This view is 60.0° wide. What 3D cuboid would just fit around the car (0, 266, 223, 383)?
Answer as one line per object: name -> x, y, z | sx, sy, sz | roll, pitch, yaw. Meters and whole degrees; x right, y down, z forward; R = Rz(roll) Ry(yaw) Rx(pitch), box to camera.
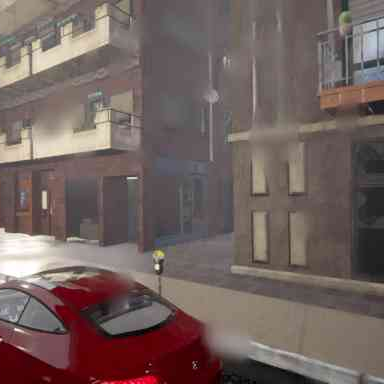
car -> -1.633, 1.583, 4.011 | 4.206, 1.307, 1.802 | 0, -1, 35
